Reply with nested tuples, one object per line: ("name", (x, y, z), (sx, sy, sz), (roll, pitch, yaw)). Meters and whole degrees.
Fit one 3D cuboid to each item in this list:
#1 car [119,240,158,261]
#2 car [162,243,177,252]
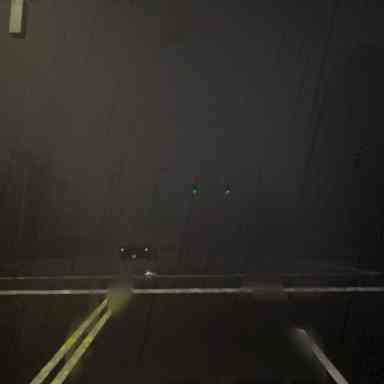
("car", (-3.389, 3.827, 21.765), (1.895, 1.301, 4.718), (0, -9, 0))
("car", (-3.239, 7.894, 47.447), (1.895, 1.301, 4.718), (0, -9, 0))
